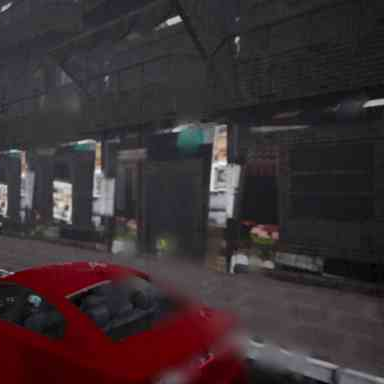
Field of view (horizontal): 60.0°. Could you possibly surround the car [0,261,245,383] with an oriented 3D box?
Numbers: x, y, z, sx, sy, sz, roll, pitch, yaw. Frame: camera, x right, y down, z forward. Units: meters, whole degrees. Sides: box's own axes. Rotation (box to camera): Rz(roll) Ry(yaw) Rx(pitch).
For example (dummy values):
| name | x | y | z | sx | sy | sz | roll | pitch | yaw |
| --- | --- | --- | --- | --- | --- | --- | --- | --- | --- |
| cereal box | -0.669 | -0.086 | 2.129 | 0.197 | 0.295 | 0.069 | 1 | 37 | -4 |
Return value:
| name | x | y | z | sx | sy | sz | roll | pitch | yaw |
| --- | --- | --- | --- | --- | --- | --- | --- | --- | --- |
| car | -1.582 | 1.531 | 4.004 | 4.507 | 1.381 | 1.887 | 0 | 0 | 36 |
